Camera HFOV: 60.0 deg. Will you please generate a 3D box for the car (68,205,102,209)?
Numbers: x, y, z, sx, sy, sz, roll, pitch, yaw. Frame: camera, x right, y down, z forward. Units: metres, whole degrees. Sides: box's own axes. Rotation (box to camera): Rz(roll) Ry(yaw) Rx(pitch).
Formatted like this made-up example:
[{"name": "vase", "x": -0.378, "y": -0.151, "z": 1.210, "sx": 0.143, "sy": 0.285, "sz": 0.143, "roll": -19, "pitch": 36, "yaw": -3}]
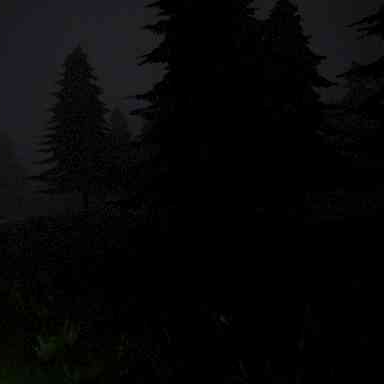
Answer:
[{"name": "car", "x": -11.752, "y": 2.329, "z": 40.086, "sx": 2.033, "sy": 1.411, "sz": 5.357, "roll": -6, "pitch": -7, "yaw": 29}]
